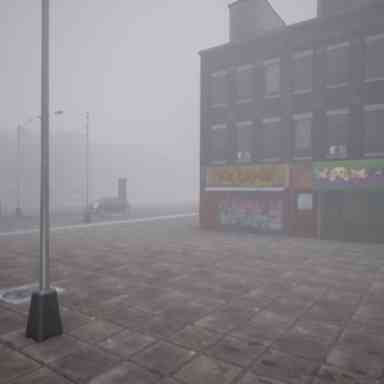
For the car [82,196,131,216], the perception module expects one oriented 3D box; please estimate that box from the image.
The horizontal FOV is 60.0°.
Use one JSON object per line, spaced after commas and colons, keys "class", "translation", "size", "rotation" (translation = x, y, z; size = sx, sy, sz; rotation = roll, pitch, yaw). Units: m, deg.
{"class": "car", "translation": [-7.849, 1.181, 30.656], "size": [2.097, 1.767, 4.553], "rotation": [0, 0, 35]}
